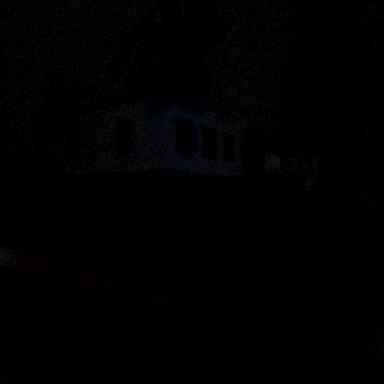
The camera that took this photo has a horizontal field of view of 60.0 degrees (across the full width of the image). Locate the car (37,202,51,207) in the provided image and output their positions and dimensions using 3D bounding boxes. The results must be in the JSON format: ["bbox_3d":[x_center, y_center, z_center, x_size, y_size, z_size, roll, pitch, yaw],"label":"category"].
[{"bbox_3d":[-10.579,1.472,29.217,2.128,1.511,4.902,0,0,26],"label":"car"}]

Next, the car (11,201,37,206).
[{"bbox_3d":[-14.698,1.528,29.171,2.033,1.411,5.357,0,0,29],"label":"car"}]
